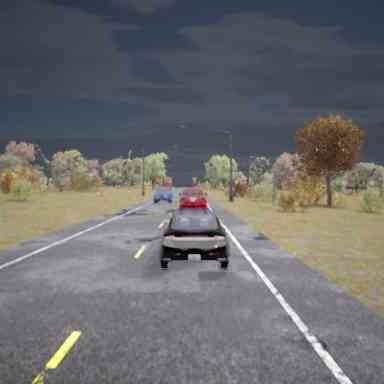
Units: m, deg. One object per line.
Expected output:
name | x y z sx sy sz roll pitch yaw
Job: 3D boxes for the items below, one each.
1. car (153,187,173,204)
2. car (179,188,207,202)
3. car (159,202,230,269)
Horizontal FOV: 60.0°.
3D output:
car | -3.591 0.399 42.013 2.150 2.045 5.566 0 1 0
car | 0.087 0.675 27.597 2.150 2.045 5.566 0 1 0
car | 0.073 1.285 10.337 2.128 1.511 4.902 0 1 0
